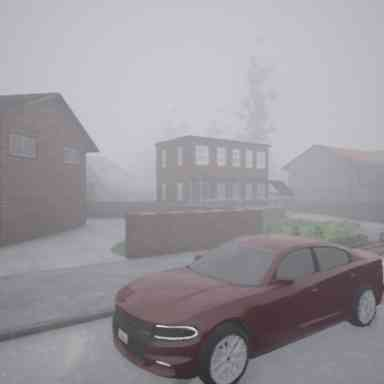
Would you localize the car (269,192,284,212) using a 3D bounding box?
[{"bbox_3d":[6.060,0.967,27.888,3.866,1.878,1.905,0,0,-35],"label":"car"}]

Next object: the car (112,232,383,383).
[{"bbox_3d":[1.204,1.477,5.465,5.008,1.535,1.882,0,0,-35],"label":"car"}]
